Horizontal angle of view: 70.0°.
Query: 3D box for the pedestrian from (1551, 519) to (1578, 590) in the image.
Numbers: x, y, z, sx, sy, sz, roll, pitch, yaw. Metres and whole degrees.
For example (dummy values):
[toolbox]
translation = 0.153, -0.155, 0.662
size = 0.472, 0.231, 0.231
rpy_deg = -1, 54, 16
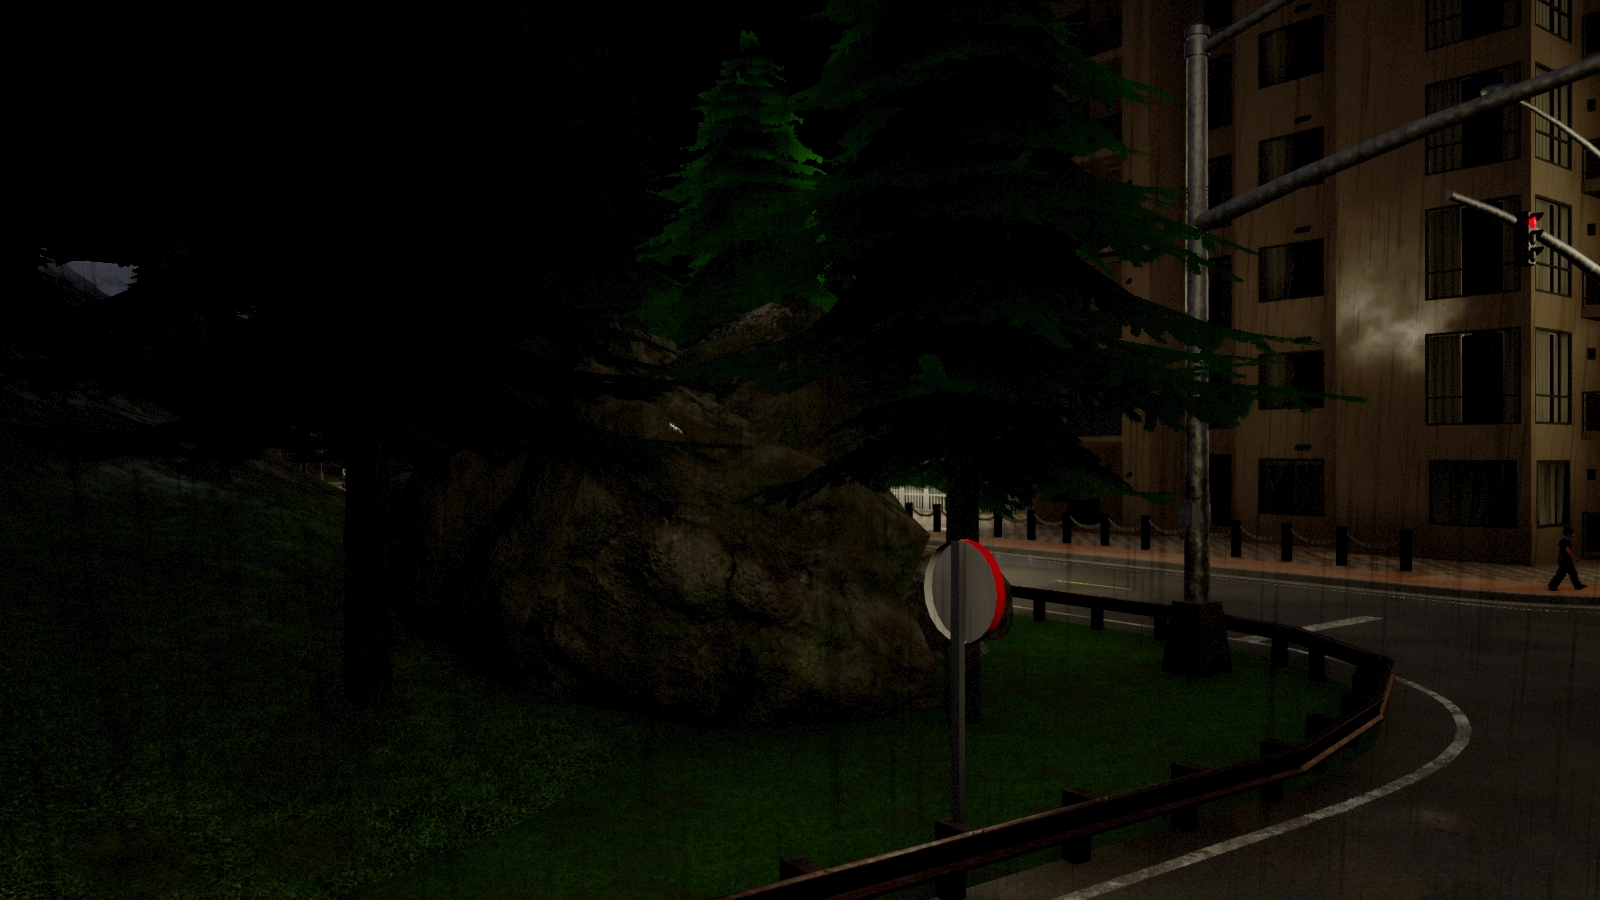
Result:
[pedestrian]
translation = 14.390, 1.964, 21.508
size = 0.375, 1.300, 0.375
rpy_deg = 0, 0, 25
